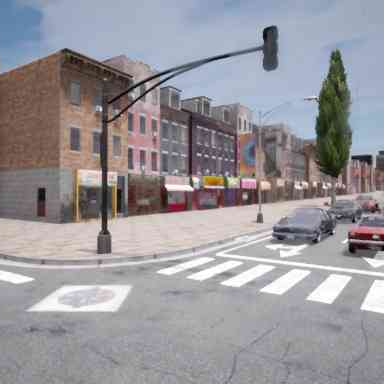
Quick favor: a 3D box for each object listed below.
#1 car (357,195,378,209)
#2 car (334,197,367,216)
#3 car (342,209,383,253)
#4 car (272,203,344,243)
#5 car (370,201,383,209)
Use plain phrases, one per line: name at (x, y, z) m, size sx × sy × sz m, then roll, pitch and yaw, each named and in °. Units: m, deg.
car at (16.948, 1.068, 32.599) m, size 2.097 × 1.767 × 4.553 m, roll 0°, pitch 1°, yaw 35°
car at (11.158, 1.341, 24.179) m, size 1.837 × 1.490 × 4.892 m, roll 0°, pitch 1°, yaw 34°
car at (7.330, 1.545, 12.814) m, size 1.895 × 1.301 × 4.718 m, roll 0°, pitch 0°, yaw 34°
car at (5.619, 1.480, 16.068) m, size 2.033 × 1.411 × 5.357 m, roll 0°, pitch 0°, yaw 34°
car at (12.293, 1.430, 20.087) m, size 1.994 × 1.385 × 4.181 m, roll 0°, pitch 1°, yaw 34°
